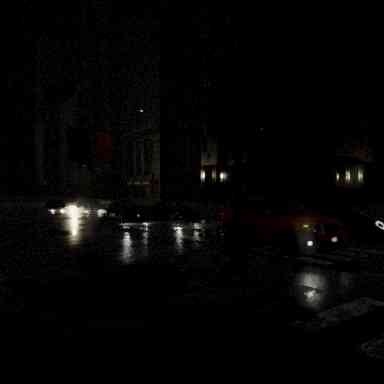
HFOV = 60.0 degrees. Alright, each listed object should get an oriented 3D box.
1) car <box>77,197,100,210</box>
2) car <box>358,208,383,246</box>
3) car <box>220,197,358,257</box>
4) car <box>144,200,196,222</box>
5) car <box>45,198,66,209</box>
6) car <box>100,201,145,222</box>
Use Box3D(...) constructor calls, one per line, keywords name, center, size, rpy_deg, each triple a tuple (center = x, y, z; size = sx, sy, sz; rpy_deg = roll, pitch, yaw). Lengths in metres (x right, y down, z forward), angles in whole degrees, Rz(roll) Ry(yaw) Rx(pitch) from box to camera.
Box3D(name="car", center=(-13.608, 1.464, 43.832), size=(1.882, 1.535, 5.008), rpy_deg=(0, 0, -35))
Box3D(name="car", center=(7.032, 1.346, 15.466), size=(2.097, 1.767, 4.553), rpy_deg=(0, 0, -42))
Box3D(name="car", center=(3.367, 1.223, 13.460), size=(2.150, 2.045, 5.566), rpy_deg=(0, 0, -30))
Box3D(name="car", center=(-1.655, 1.464, 26.885), size=(1.882, 1.535, 5.008), rpy_deg=(0, 0, -35))
Box3D(name="car", center=(-18.734, 1.559, 45.512), size=(1.994, 1.385, 4.181), rpy_deg=(0, 0, -35))
Box3D(name="car", center=(-5.344, 1.496, 26.469), size=(1.837, 1.490, 4.892), rpy_deg=(0, 0, -35))
